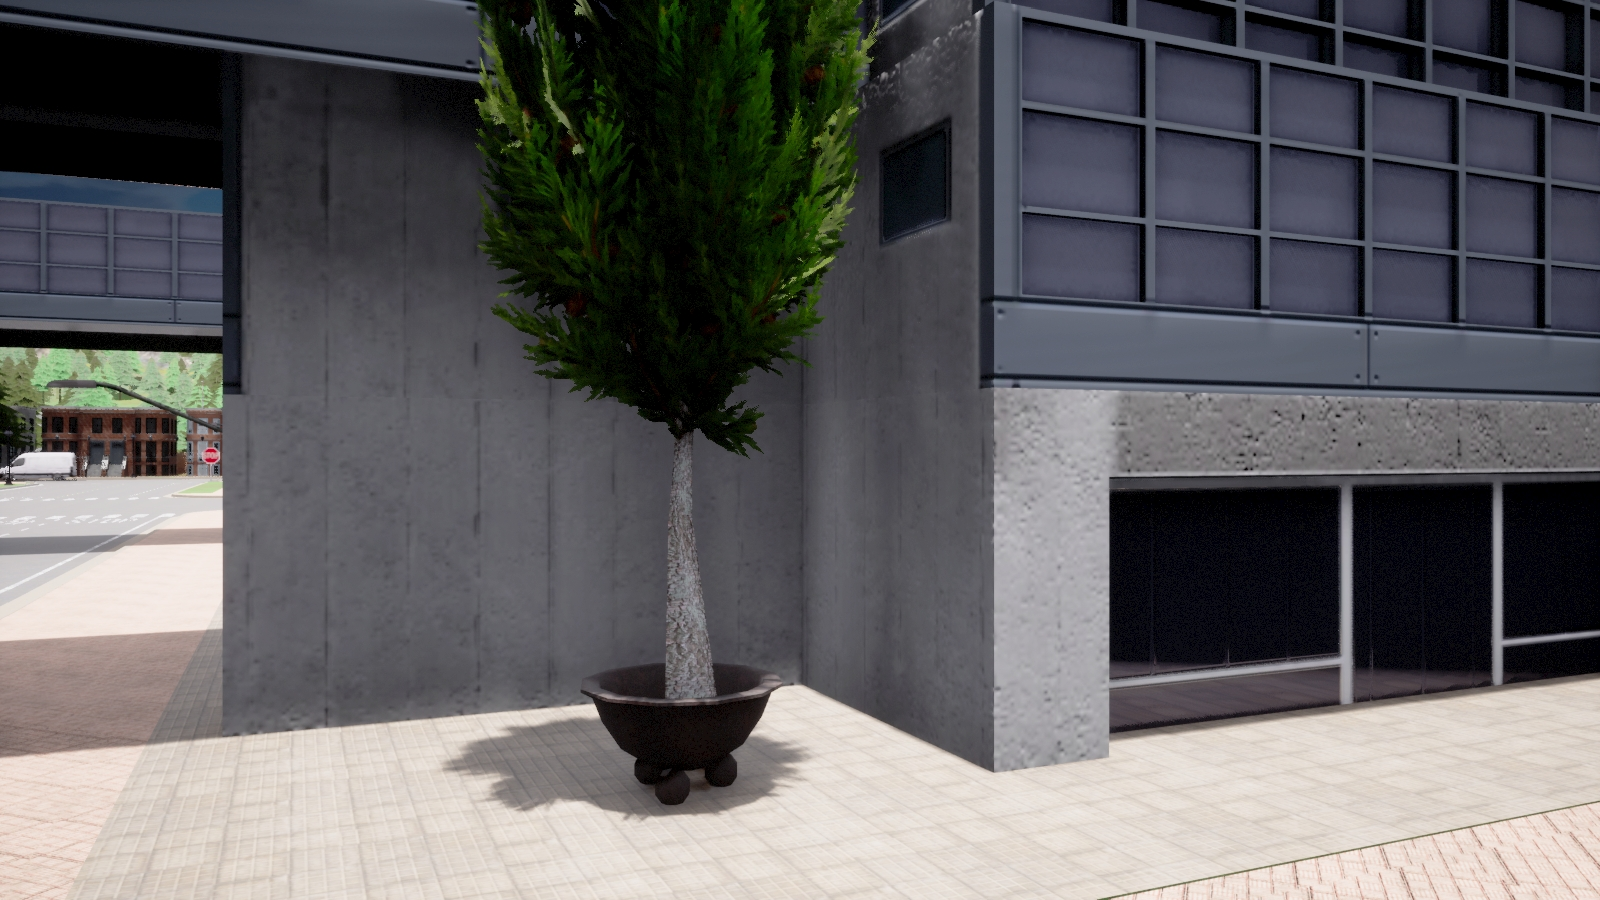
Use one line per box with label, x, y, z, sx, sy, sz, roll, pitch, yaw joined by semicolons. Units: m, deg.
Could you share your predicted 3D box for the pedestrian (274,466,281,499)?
pedestrian;-29.844;1.849;65.256;0.375;1.860;0.375;0;0;-24
